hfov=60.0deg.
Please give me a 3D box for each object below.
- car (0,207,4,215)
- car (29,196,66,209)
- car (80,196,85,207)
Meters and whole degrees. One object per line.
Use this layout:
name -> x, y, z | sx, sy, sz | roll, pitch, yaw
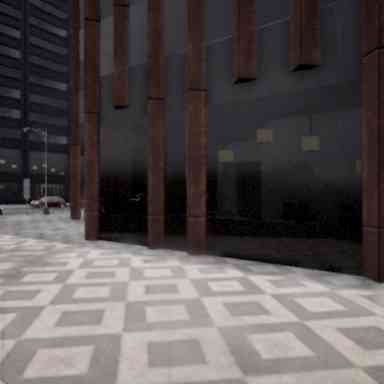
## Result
car -> -17.320, 1.285, 26.527 | 1.967, 1.590, 4.097 | 0, 0, 36
car -> -17.675, 1.258, 40.597 | 1.967, 1.590, 4.097 | 0, 0, 36
car -> -14.391, 1.245, 45.145 | 1.967, 1.590, 4.097 | 0, 0, 36
